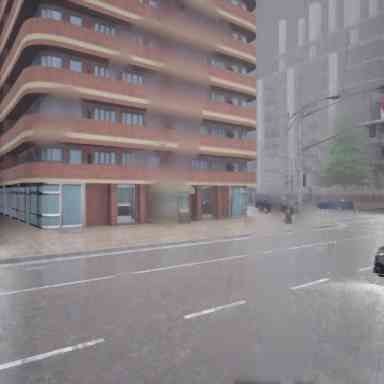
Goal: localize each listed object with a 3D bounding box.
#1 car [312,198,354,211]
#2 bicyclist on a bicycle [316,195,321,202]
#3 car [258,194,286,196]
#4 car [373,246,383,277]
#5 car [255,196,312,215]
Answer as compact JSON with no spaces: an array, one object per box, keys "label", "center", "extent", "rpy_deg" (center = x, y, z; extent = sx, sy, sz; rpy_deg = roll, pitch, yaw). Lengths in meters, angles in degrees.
[{"label":"car","center":[16.868,1.477,40.129],"extent":[1.882,1.535,5.008],"rpy_deg":[0,0,-36]},{"label":"bicyclist on a bicycle","center":[17.805,1.301,46.934],"extent":[1.656,1.620,0.582],"rpy_deg":[0,0,-36]},{"label":"car","center":[9.692,1.222,37.735],"extent":[2.150,2.045,5.566],"rpy_deg":[0,0,-36]},{"label":"car","center":[6.617,1.564,8.780],"extent":[4.181,1.385,1.994],"rpy_deg":[0,0,-36]},{"label":"car","center":[8.866,1.491,32.937],"extent":[2.128,1.511,4.902],"rpy_deg":[0,0,-36]}]
